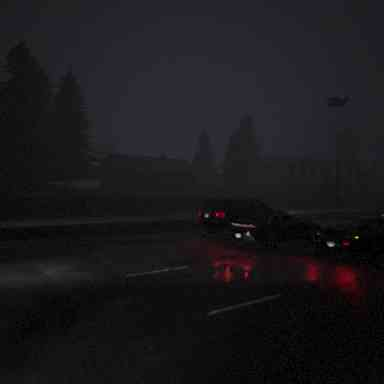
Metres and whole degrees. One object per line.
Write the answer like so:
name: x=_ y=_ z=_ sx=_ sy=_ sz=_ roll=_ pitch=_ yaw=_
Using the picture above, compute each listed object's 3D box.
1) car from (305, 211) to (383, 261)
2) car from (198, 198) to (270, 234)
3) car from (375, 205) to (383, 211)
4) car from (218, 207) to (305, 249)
car: x=6.661 y=1.647 z=12.794 sx=4.674 sy=1.442 sz=1.812 roll=1 pitch=0 yaw=-36
car: x=2.938 y=1.347 z=18.735 sx=5.566 sy=2.045 sz=2.150 roll=1 pitch=0 yaw=-35
car: x=18.184 y=1.795 z=29.610 sx=4.902 sy=1.511 sz=2.128 roll=1 pitch=0 yaw=-35
car: x=3.879 y=1.604 z=15.111 sx=4.902 sy=1.511 sz=2.128 roll=1 pitch=0 yaw=-35
